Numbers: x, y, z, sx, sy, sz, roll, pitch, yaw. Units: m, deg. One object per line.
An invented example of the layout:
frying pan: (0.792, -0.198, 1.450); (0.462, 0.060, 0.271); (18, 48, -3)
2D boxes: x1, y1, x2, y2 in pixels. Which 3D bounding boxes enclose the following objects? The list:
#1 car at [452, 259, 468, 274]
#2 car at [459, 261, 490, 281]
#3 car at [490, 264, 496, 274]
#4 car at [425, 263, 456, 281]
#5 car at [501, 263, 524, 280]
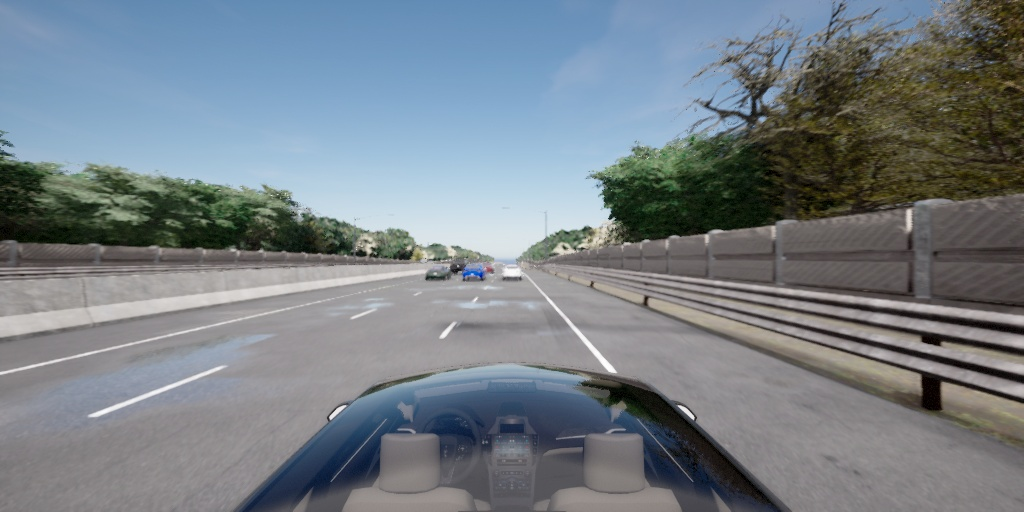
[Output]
car: (-6.935, 1.439, 48.982); (2.150, 2.045, 5.566); (0, 0, 0)
car: (-3.479, 1.499, 33.920); (1.882, 1.535, 5.008); (0, -1, 0)
car: (-3.427, 1.759, 50.335); (1.812, 1.442, 4.674); (0, -1, 0)
car: (-6.971, 1.591, 34.431); (1.994, 1.385, 4.181); (0, -1, 0)
car: (0.021, 1.552, 34.325); (1.812, 1.442, 4.674); (0, -1, 0)
